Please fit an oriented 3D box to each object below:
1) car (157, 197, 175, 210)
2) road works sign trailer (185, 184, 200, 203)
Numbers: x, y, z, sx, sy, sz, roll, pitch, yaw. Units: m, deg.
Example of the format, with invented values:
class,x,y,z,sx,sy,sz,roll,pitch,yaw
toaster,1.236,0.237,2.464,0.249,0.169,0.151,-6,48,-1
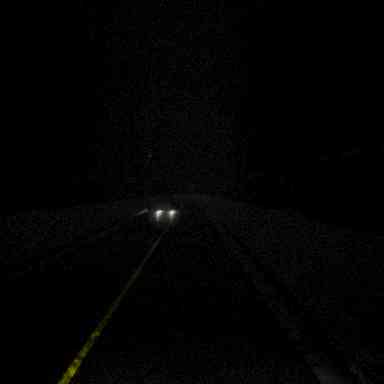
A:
class,x,y,z,sx,sy,sz,roll,pitch,yaw
car,-3.111,1.320,40.466,1.882,1.535,5.008,0,0,0
road works sign trailer,-0.032,0.254,62.619,2.380,3.560,2.880,0,0,0
